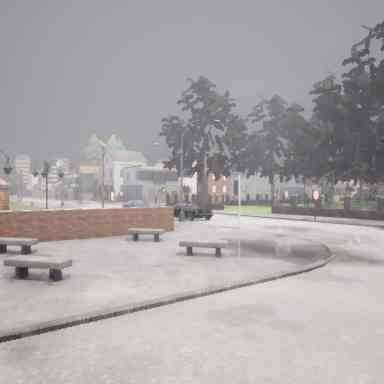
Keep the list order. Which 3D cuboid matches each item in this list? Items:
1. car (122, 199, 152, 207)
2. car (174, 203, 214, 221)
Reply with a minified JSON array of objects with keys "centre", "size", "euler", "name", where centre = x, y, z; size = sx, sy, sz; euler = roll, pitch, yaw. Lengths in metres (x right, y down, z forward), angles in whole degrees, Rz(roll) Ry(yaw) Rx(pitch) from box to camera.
[{"centre":[-5.825,1.526,35.192],"size":[1.812,1.442,4.674],"euler":[0,0,-35],"name":"car"},{"centre":[-0.302,1.601,27.379],"size":[1.895,1.301,4.718],"euler":[0,0,-35],"name":"car"}]
